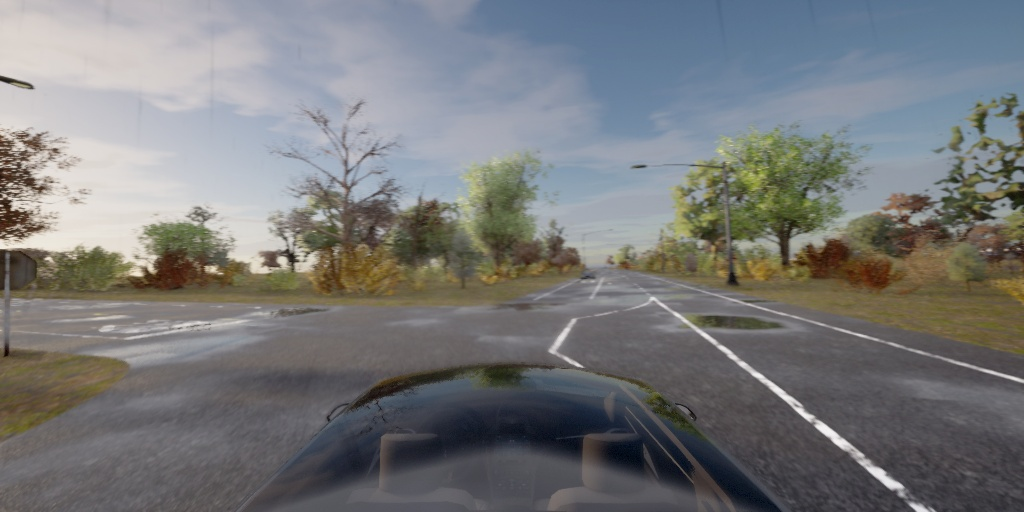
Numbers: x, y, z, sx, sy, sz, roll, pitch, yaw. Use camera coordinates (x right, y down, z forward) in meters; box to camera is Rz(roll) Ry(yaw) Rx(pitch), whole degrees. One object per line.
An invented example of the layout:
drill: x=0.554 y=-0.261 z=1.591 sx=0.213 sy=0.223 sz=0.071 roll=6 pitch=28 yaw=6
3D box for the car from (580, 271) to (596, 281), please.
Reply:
car: x=10.740 y=2.756 z=50.630 sx=1.994 sy=1.385 sz=4.181 roll=-3 pitch=-2 yaw=14
